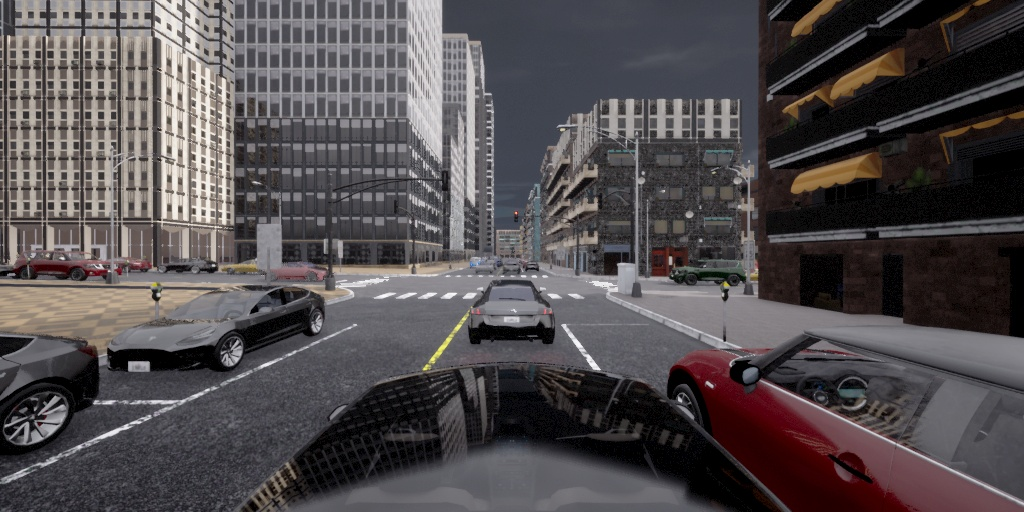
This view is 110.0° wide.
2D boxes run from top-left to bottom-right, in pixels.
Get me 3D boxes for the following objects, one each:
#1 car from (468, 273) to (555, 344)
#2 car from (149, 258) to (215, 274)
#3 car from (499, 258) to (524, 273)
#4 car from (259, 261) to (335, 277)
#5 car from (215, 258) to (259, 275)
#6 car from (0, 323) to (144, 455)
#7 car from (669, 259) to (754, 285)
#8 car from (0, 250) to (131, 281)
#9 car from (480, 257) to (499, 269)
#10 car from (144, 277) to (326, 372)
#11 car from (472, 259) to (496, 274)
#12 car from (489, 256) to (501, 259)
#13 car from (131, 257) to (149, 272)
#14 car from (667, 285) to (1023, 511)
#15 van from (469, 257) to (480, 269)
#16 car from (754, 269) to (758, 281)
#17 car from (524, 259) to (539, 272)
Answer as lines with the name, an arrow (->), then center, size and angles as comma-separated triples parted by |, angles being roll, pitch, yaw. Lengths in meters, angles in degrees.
car -> -0.013, 1.314, 9.583 | 1.994, 1.385, 4.181 | 0, 0, 0
car -> -27.550, 0.816, 30.554 | 4.313, 1.339, 1.948 | 0, 0, -1
car -> -0.039, 1.245, 40.367 | 2.128, 1.511, 4.902 | 0, 0, 1
car -> -14.645, 1.071, 24.936 | 4.181, 1.385, 1.994 | 1, 0, -1
car -> -22.105, 0.880, 30.715 | 4.829, 1.417, 1.751 | 0, 0, -1
car -> -5.688, 1.316, 2.407 | 1.948, 1.339, 4.313 | 0, 0, 0
car -> 15.524, 1.290, 28.542 | 5.566, 2.045, 2.150 | 1, 0, -1
car -> -27.428, 0.591, 22.173 | 5.009, 1.841, 2.192 | 0, 0, -1
car -> -3.204, 1.260, 51.888 | 1.837, 1.490, 4.892 | 0, 0, 0
car -> -5.700, 1.315, 7.653 | 1.948, 1.339, 4.313 | 0, 0, 0
car -> -3.186, 1.354, 41.898 | 1.895, 1.301, 4.718 | 0, 0, 0
car -> -3.204, 0.980, 62.361 | 2.150, 2.045, 5.566 | 0, 0, 0
car -> -33.168, 0.727, 30.478 | 4.207, 1.307, 1.802 | 0, 0, -1
car -> 2.693, 1.190, 2.427 | 1.967, 1.591, 4.097 | 0, 0, 0
van -> -5.810, 1.097, 57.264 | 1.690, 1.789, 3.998 | 0, 0, 0
car -> 21.303, 1.698, 31.215 | 4.829, 1.417, 1.751 | 0, 0, -1
car -> 2.593, 1.320, 47.317 | 1.948, 1.339, 4.313 | 0, 0, 0
